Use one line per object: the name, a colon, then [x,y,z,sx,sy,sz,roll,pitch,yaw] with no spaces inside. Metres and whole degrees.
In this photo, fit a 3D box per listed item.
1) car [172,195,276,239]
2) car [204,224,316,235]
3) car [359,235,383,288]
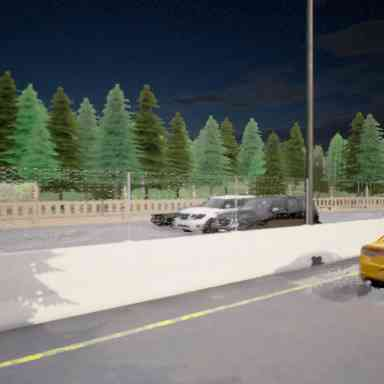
car: [1.839,1.200,18.099,5.566,2.045,2.150,0,0,-35]
car: [3.450,1.208,14.956,5.566,2.045,2.150,0,0,-35]
car: [6.019,1.479,7.972,5.008,1.535,1.882,0,0,-35]
